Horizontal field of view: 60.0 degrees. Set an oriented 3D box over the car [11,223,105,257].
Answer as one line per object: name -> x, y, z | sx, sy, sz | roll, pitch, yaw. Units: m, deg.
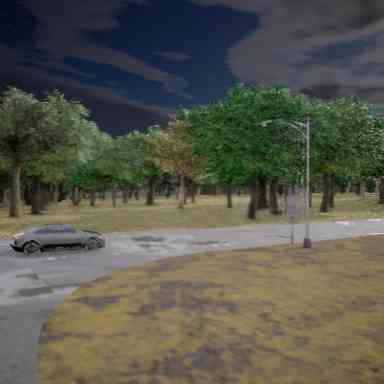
car -> -6.450, 2.233, 16.267 | 4.181, 1.385, 1.994 | 2, -1, -34
